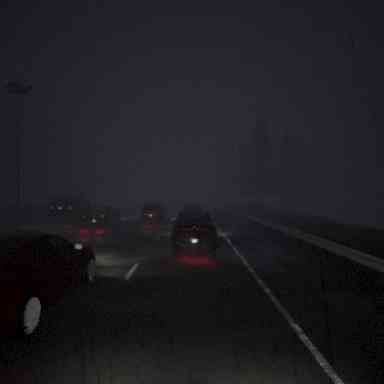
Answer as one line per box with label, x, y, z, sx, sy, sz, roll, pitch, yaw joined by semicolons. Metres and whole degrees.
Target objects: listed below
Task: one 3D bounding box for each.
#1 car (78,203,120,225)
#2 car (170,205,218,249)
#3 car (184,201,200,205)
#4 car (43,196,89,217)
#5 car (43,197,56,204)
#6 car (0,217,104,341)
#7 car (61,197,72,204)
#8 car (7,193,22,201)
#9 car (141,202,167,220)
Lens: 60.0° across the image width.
car;-6.913;1.749;25.715;1.895;1.301;4.718;0;0;0
car;0.094;1.593;15.064;1.837;1.490;4.892;0;0;0
car;0.015;1.668;33.292;1.882;1.535;5.008;0;0;-1
car;-10.417;1.389;28.875;2.150;2.045;5.566;0;0;0
car;-30.717;1.829;71.622;1.994;1.385;4.181;0;0;-16
car;-3.420;1.516;6.612;1.882;1.535;5.008;0;0;0
car;-27.369;1.874;72.642;1.895;1.301;4.718;0;0;-16
car;-37.818;1.246;70.906;2.150;2.045;5.566;0;0;-18
car;-3.435;1.679;30.021;1.837;1.490;4.892;0;0;-1
